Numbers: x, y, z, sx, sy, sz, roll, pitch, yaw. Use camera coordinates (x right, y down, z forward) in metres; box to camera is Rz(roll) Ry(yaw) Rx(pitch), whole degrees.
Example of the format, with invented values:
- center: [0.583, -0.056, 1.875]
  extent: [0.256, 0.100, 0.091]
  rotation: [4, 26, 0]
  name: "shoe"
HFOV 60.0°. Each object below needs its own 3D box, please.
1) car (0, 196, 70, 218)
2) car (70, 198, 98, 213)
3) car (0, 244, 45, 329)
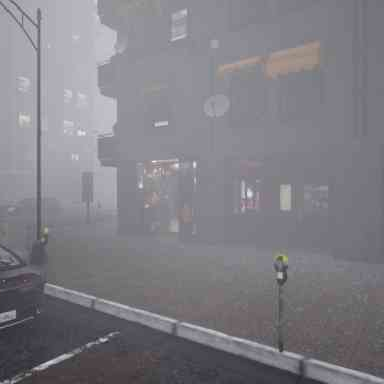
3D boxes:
- center: [-11.847, 1.151, 24.578]
  extent: [2.097, 1.767, 4.553]
  rotation: [0, 1, 34]
  name: "car"
- center: [-10.908, 1.250, 30.466]
  extent: [1.752, 1.417, 4.829]
  rotation: [1, 1, 35]
  name: "car"
- center: [-4.430, 1.551, 6.032]
  extent: [4.403, 1.369, 2.008]
  rotation: [0, 0, 35]
  name: "car"
